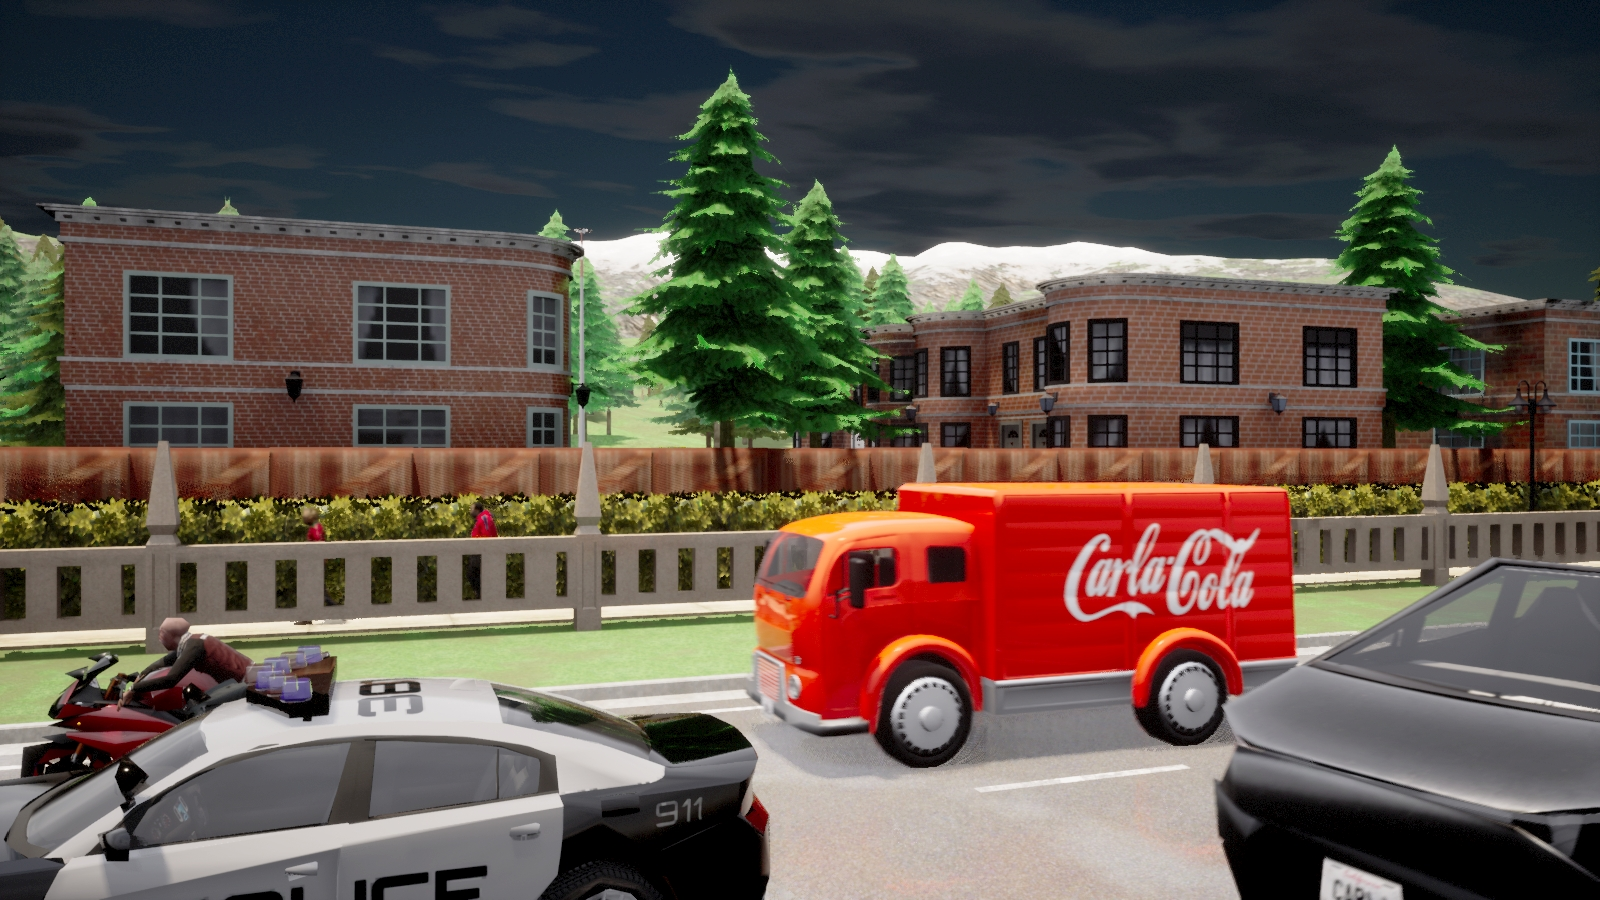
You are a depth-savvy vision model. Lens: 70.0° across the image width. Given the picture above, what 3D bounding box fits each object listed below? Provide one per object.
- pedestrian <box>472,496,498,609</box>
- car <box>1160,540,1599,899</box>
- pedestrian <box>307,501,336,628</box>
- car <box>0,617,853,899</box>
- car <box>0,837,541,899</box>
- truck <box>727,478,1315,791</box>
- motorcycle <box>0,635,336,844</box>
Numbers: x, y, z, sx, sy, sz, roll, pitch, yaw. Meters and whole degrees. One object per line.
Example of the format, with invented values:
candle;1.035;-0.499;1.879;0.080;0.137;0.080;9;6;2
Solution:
pedestrian;-5.281;1.702;19.126;0.375;1.860;0.375;0;0;-23
car;5.343;1.757;7.029;6.274;2.098;2.390;0;0;-31
pedestrian;-7.151;1.702;17.087;0.375;1.860;0.375;0;0;-18
car;-2.539;1.983;6.100;5.238;1.638;2.097;0;0;-20
car;-2.622;2.065;2.345;4.193;1.474;1.816;0;0;-20
truck;2.142;1.570;11.528;5.204;2.467;2.627;0;0;-20
motorcycle;-4.855;2.205;8.981;2.209;1.251;0.867;0;0;-20
